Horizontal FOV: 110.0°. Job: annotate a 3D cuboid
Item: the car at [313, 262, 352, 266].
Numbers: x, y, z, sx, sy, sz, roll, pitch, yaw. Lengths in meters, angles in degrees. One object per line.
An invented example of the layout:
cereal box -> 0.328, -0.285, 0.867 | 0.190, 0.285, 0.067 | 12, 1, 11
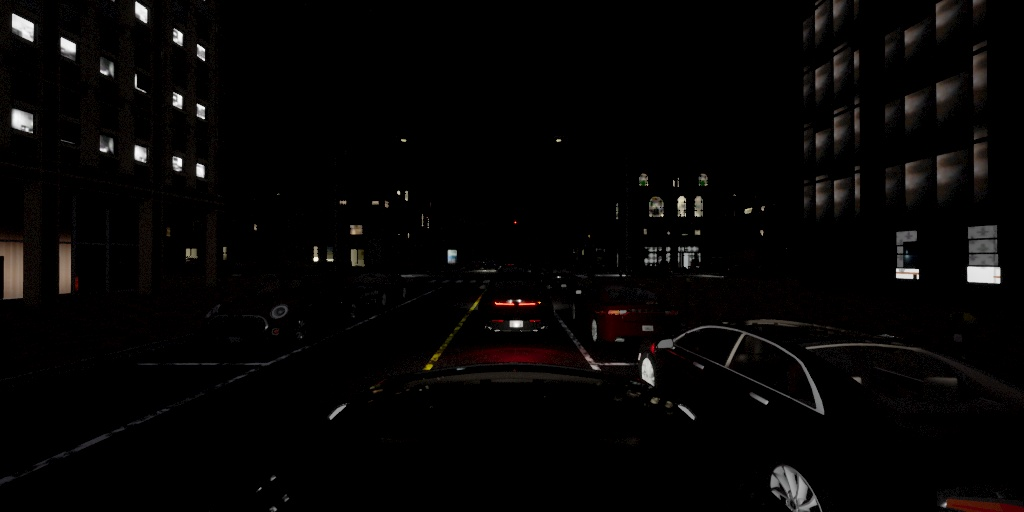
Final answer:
car -> -16.596, 1.279, 35.555 | 4.718, 1.301, 1.895 | 0, 0, 1

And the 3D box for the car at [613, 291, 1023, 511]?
car -> 2.689, 1.301, 3.634 | 2.007, 1.370, 4.403 | 0, 0, 0

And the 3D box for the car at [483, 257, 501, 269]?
car -> -3.124, 1.234, 53.781 | 1.882, 1.535, 5.008 | 0, 0, 1

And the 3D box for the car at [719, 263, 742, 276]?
car -> 24.597, 1.413, 38.157 | 4.674, 1.442, 1.812 | 0, 0, 1

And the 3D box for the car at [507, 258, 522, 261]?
car -> -0.010, 1.260, 48.052 | 1.837, 1.490, 4.892 | 1, 0, 4

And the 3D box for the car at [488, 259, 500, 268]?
car -> -3.114, 1.263, 63.191 | 1.837, 1.490, 4.892 | 0, 0, 0

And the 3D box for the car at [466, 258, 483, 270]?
car -> -5.730, 1.338, 53.106 | 1.802, 1.307, 4.207 | 0, 0, 0

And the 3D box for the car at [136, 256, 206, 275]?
car -> -30.976, 0.917, 33.171 | 5.009, 1.841, 2.192 | 0, 0, 1

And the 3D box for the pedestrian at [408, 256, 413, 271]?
pedestrian -> -12.585, 0.885, 44.235 | 0.375, 1.860, 0.375 | 0, -1, 1

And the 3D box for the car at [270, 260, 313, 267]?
car -> -25.485, 1.197, 41.473 | 4.829, 1.417, 1.751 | 0, 0, 1

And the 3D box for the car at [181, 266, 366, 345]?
car -> -5.696, 1.190, 9.336 | 1.967, 1.591, 4.097 | 0, 0, 0

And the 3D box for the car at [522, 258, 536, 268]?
car -> 2.650, 1.322, 53.100 | 1.948, 1.339, 4.313 | 0, 0, 0

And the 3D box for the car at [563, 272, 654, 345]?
car -> 2.685, 1.296, 9.326 | 1.888, 1.381, 4.507 | 0, 0, 0

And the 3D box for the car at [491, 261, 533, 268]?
car -> 0.081, 1.230, 20.531 | 1.882, 1.535, 5.008 | 0, 0, 2

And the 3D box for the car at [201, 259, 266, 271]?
car -> -25.440, 1.177, 33.091 | 4.403, 1.370, 2.007 | 0, 0, 1

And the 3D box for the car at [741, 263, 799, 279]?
car -> 23.618, 1.433, 32.339 | 4.207, 1.307, 1.802 | 0, 0, 1

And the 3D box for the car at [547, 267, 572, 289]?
car -> 2.676, 1.302, 20.710 | 2.007, 1.370, 4.403 | 0, 0, 0

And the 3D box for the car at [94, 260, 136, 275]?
car -> -36.513, 1.130, 33.252 | 4.403, 1.370, 2.007 | 0, 0, 1

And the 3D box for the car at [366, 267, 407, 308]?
car -> -5.700, 1.302, 15.028 | 2.007, 1.370, 4.403 | 0, 0, 0

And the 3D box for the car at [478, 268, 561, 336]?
car -> 0.094, 1.256, 10.342 | 1.837, 1.490, 4.892 | 0, 0, 0

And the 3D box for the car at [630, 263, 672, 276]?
car -> 14.782, 1.403, 38.296 | 4.181, 1.385, 1.994 | 0, 0, 1
